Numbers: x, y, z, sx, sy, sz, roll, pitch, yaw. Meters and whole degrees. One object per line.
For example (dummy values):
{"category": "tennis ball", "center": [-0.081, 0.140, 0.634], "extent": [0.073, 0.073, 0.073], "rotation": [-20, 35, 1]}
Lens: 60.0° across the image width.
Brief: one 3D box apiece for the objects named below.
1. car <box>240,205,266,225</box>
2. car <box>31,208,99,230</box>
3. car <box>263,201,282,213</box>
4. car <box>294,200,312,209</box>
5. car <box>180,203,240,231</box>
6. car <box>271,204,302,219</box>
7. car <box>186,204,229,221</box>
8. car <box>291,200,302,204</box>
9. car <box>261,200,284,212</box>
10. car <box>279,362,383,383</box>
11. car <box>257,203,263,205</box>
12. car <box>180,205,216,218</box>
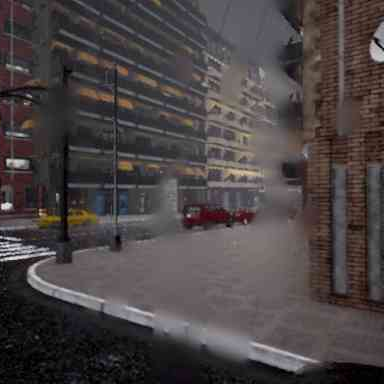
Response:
{"category": "car", "center": [4.415, 2.065, 28.696], "extent": [1.887, 1.381, 4.507], "rotation": [-2, -2, 35]}
{"category": "car", "center": [-9.054, 1.870, 24.018], "extent": [1.752, 1.417, 4.829], "rotation": [-2, -2, 35]}
{"category": "car", "center": [13.024, 2.504, 50.825], "extent": [1.837, 1.490, 4.892], "rotation": [0, -1, 35]}
{"category": "car", "center": [23.534, 2.675, 70.551], "extent": [2.192, 1.841, 5.009], "rotation": [-1, -2, 35]}
{"category": "car", "center": [1.164, 1.733, 24.064], "extent": [2.192, 1.841, 5.009], "rotation": [-2, -2, 35]}
{"category": "car", "center": [10.913, 2.305, 37.972], "extent": [1.802, 1.307, 4.206], "rotation": [-2, -2, 35]}
{"category": "car", "center": [1.714, 2.098, 34.847], "extent": [2.128, 1.511, 4.902], "rotation": [0, -1, 35]}
{"category": "car", "center": [20.288, 2.805, 65.907], "extent": [1.887, 1.381, 4.507], "rotation": [-1, -2, 35]}
{"category": "car", "center": [13.787, 2.375, 56.635], "extent": [2.192, 1.841, 5.009], "rotation": [-1, -2, 35]}
{"category": "car", "center": [2.190, 1.564, 1.314], "extent": [4.313, 1.339, 1.947], "rotation": [0, 0, 36]}
{"category": "car", "center": [10.441, 2.481, 51.851], "extent": [1.752, 1.417, 4.829], "rotation": [-1, -2, 35]}
{"category": "car", "center": [0.792, 2.200, 38.073], "extent": [1.887, 1.381, 4.507], "rotation": [-2, -2, 35]}
